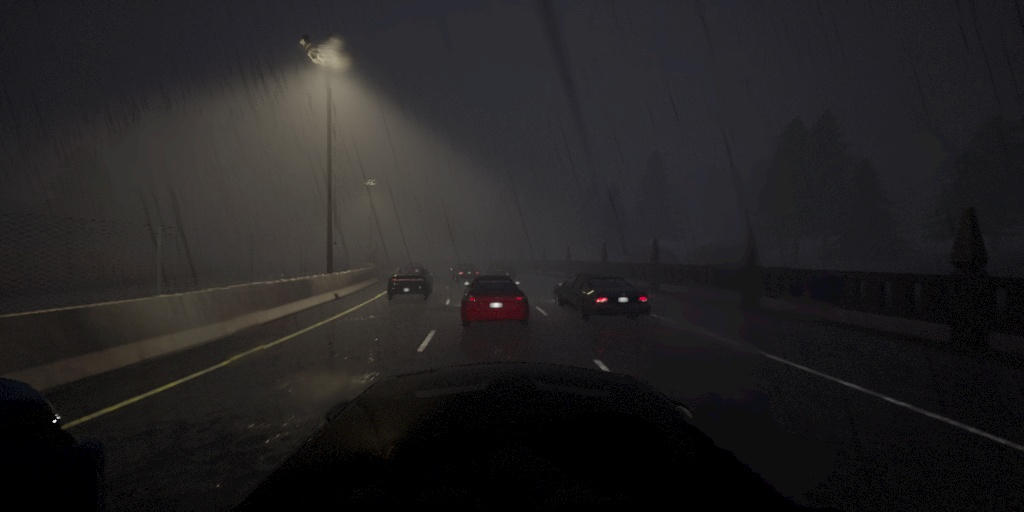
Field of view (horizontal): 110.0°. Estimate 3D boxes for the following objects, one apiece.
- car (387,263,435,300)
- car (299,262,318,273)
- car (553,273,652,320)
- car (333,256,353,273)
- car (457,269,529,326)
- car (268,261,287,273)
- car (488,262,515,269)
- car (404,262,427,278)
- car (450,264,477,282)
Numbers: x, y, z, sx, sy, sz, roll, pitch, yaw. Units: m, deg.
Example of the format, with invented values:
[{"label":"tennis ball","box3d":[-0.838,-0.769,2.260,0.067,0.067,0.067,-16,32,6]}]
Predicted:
[{"label":"car","box3d":[-5.010,1.263,18.025,2.128,1.511,4.902,0,0,-10]},{"label":"car","box3d":[-25.242,1.419,44.514,1.994,1.385,4.181,0,0,-28]},{"label":"car","box3d":[2.872,1.287,12.614,2.033,1.411,5.357,0,0,-6]},{"label":"car","box3d":[-18.907,1.050,39.576,2.150,2.045,5.566,0,0,-24]},{"label":"car","box3d":[-0.625,1.317,11.817,1.994,1.385,4.181,0,0,-5]},{"label":"car","box3d":[-30.483,1.367,46.671,2.128,1.511,4.902,0,0,-31]},{"label":"car","box3d":[-0.991,1.282,31.675,1.812,1.442,4.674,0,0,-16]},{"label":"car","box3d":[-9.608,1.355,35.526,1.994,1.385,4.181,0,0,-19]},{"label":"car","box3d":[-3.880,1.315,29.286,2.033,1.411,5.357,0,0,-16]}]
